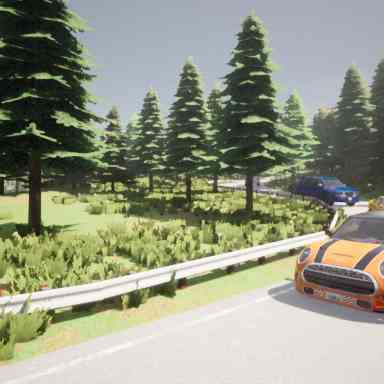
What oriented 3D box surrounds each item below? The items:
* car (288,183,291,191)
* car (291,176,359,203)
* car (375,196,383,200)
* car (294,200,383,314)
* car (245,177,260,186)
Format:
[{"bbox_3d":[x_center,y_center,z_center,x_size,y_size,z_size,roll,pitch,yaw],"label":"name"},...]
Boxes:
[{"bbox_3d":[12.047,-0.516,32.984,2.150,2.045,5.566,1,4,-25],"label":"car"},{"bbox_3d":[10.498,-0.107,26.168,2.150,2.045,5.566,0,5,-15],"label":"car"},{"bbox_3d":[9.856,0.949,15.835,1.882,1.535,5.008,0,4,16],"label":"car"},{"bbox_3d":[4.256,1.261,7.482,4.553,1.767,2.097,-2,1,-41],"label":"car"},{"bbox_3d":[9.180,-1.968,50.710,2.150,2.045,5.566,1,4,9],"label":"car"}]
